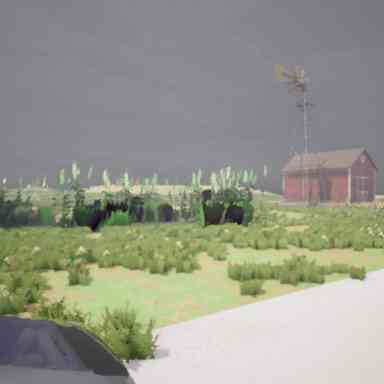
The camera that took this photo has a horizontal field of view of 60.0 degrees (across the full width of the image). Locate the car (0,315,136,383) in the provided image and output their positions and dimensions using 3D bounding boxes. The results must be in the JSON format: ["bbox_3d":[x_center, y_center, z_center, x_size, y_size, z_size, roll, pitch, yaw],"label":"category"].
[{"bbox_3d":[-2.364,1.559,1.831,4.181,1.385,1.994,0,0,-35],"label":"car"}]
